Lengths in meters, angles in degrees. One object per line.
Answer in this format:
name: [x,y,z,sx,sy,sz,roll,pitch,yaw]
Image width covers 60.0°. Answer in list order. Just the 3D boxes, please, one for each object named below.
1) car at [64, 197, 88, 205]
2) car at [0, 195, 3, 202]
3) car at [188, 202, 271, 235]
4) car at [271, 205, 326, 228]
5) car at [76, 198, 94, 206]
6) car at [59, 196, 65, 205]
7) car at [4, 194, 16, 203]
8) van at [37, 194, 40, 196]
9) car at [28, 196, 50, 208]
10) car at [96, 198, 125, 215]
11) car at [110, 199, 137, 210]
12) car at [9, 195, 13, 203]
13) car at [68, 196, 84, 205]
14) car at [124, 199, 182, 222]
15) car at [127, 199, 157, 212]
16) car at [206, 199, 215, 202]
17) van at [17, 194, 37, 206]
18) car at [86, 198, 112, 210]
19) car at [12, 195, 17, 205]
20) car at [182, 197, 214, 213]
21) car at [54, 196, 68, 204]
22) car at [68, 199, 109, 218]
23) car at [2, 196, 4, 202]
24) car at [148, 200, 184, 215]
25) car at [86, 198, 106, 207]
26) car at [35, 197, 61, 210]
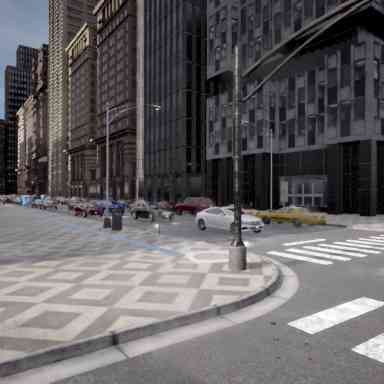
car: [-14.392,1.672,42.562,1.994,1.385,4.181,0,0,-37]
car: [-45.445,1.687,81.793,1.967,1.590,4.097,0,0,-35]
car: [2.023,1.557,19.251,1.812,1.442,4.674,0,0,-37]
car: [6.692,1.578,22.836,1.752,1.417,4.829,0,0,-35]
car: [-19.086,1.758,59.285,1.802,1.307,4.206,0,0,-35]
car: [-23.472,1.779,60.878,1.895,1.301,4.718,0,0,-36]
car: [-38.976,1.527,72.646,2.192,1.841,5.009,0,0,-35]
van: [-38.494,1.619,86.727,1.690,1.788,3.998,0,0,-35]
car: [-22.802,1.711,49.775,1.802,1.307,4.206,0,0,-35]
car: [-8.705,1.559,34.473,1.882,1.535,5.008,0,0,-35]
car: [-9.383,1.679,45.565,2.008,1.369,4.403,0,0,-35]
car: [-35.741,1.777,68.071,1.802,1.307,4.206,0,0,-35]
car: [-22.320,1.633,63.859,1.967,1.590,4.097,0,0,-35]
car: [-3.262,1.547,26.764,2.128,1.511,4.902,0,0,-35]
car: [-6.246,1.638,41.130,1.752,1.417,4.829,0,0,-35]
car: [3.457,1.593,27.409,1.752,1.417,4.829,0,0,-35]
van: [-29.272,1.503,58.924,1.690,1.788,3.998,0,0,-35]
car: [-12.915,1.628,45.953,1.837,1.490,4.892,0,-1,-35]
car: [-32.408,1.703,63.359,1.752,1.417,4.829,0,0,-35]
car: [0.321,1.397,31.844,2.192,1.841,5.009,0,0,-35]
car: [-28.789,1.666,73.006,1.967,1.590,4.097,0,0,-35]
car: [-9.864,1.611,31.481,1.887,1.381,4.507,0,0,-35]
car: [-42.211,1.812,77.219,1.802,1.307,4.206,0,0,-35]
car: [-2.913,1.642,36.417,1.887,1.381,4.507,0,0,-35]
car: [-15.851,1.726,54.712,1.947,1.339,4.313,0,0,-35]
car: [-19.568,1.695,45.202,1.802,1.307,4.206,0,0,-35]
